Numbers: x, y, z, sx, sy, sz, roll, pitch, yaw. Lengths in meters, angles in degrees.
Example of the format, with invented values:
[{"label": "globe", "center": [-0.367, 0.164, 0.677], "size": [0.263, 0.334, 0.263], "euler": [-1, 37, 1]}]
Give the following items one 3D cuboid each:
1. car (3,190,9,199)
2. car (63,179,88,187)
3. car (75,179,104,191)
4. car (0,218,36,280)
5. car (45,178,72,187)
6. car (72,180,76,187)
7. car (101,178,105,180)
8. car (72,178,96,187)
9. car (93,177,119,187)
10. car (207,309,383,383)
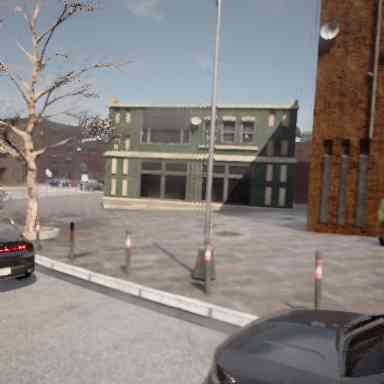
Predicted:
[{"label": "car", "center": [-19.532, 0.138, 31.886], "size": [1.895, 1.301, 4.718], "euler": [3, 2, -5]}, {"label": "car", "center": [-25.056, -1.940, 71.495], "size": [4.674, 1.452, 2.002], "euler": [4, 3, 21]}, {"label": "car", "center": [-17.154, -0.924, 57.267], "size": [2.128, 1.511, 4.902], "euler": [4, 3, 20]}, {"label": "car", "center": [-5.771, 1.346, 8.424], "size": [4.892, 1.490, 1.837], "euler": [2, 1, 39]}, {"label": "car", "center": [-26.972, -1.960, 66.317], "size": [4.553, 1.767, 2.185], "euler": [4, 3, 21]}, {"label": "car", "center": [-26.036, -1.907, 68.919], "size": [5.008, 1.535, 2.097], "euler": [4, 3, 21]}, {"label": "car", "center": [-23.110, -2.130, 76.657], "size": [4.892, 1.521, 2.231], "euler": [4, 3, 21]}, {"label": "car", "center": [-24.046, -2.178, 74.055], "size": [4.553, 1.767, 2.185], "euler": [4, 3, 21]}, {"label": "car", "center": [-21.168, -2.545, 81.807], "size": [5.566, 2.045, 2.435], "euler": [4, 3, 21]}, {"label": "car", "center": [2.364, 1.510, 2.122], "size": [4.892, 1.490, 1.837], "euler": [0, 0, 36]}]
